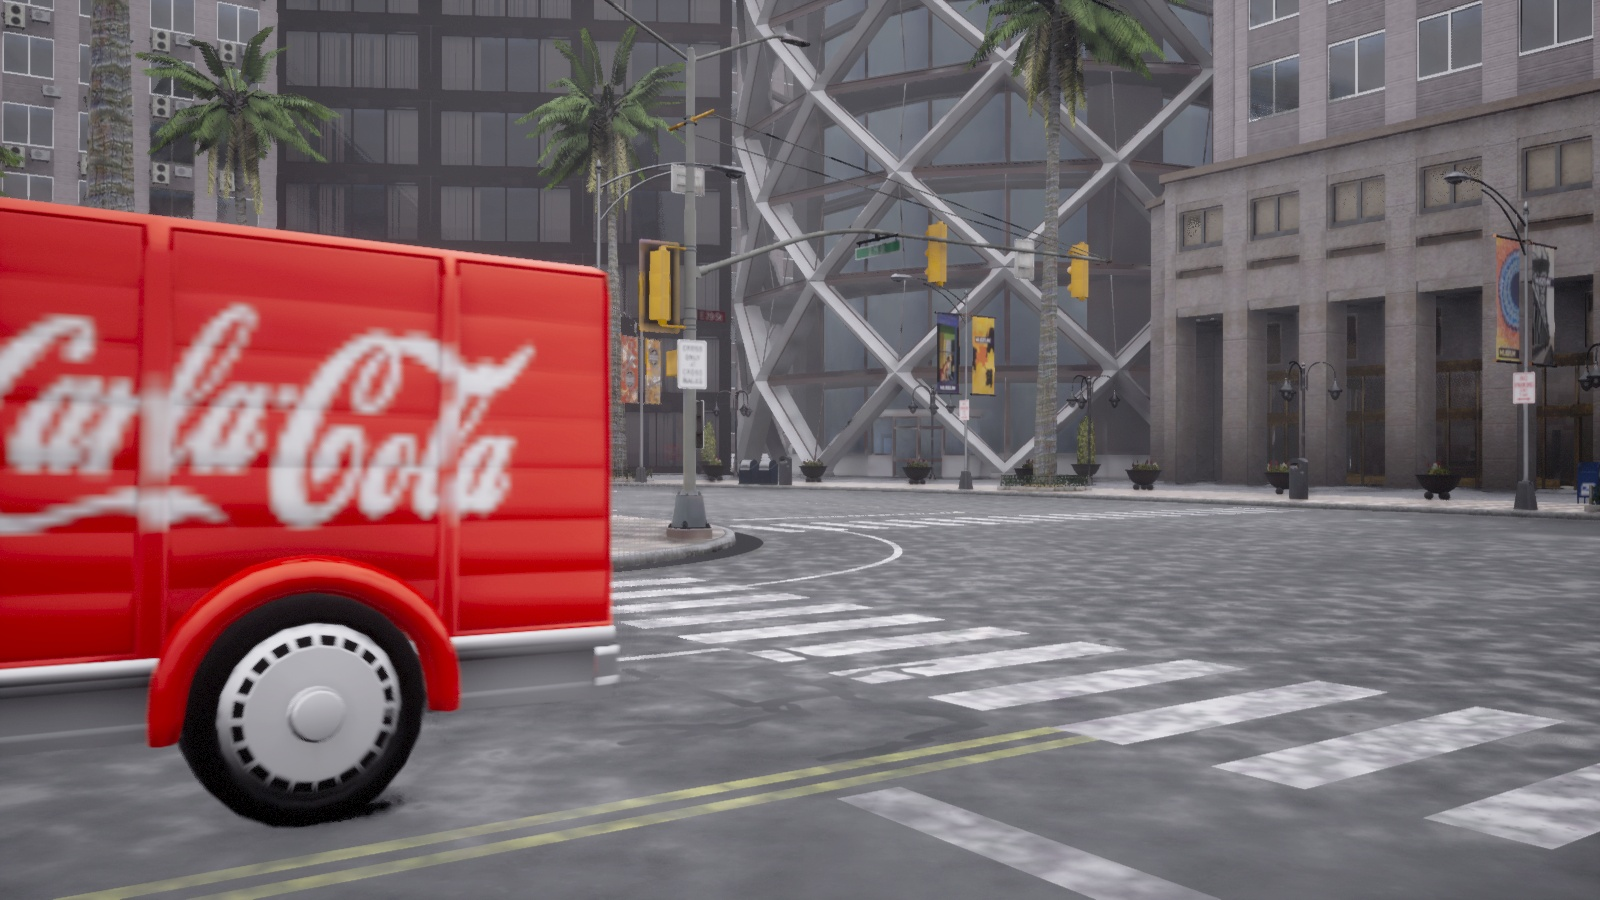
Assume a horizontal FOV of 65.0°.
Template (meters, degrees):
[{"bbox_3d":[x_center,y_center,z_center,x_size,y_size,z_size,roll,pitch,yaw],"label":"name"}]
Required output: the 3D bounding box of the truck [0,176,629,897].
[{"bbox_3d":[-3.667,0.297,5.259,5.204,2.467,2.627,1,-1,-35],"label":"truck"}]
